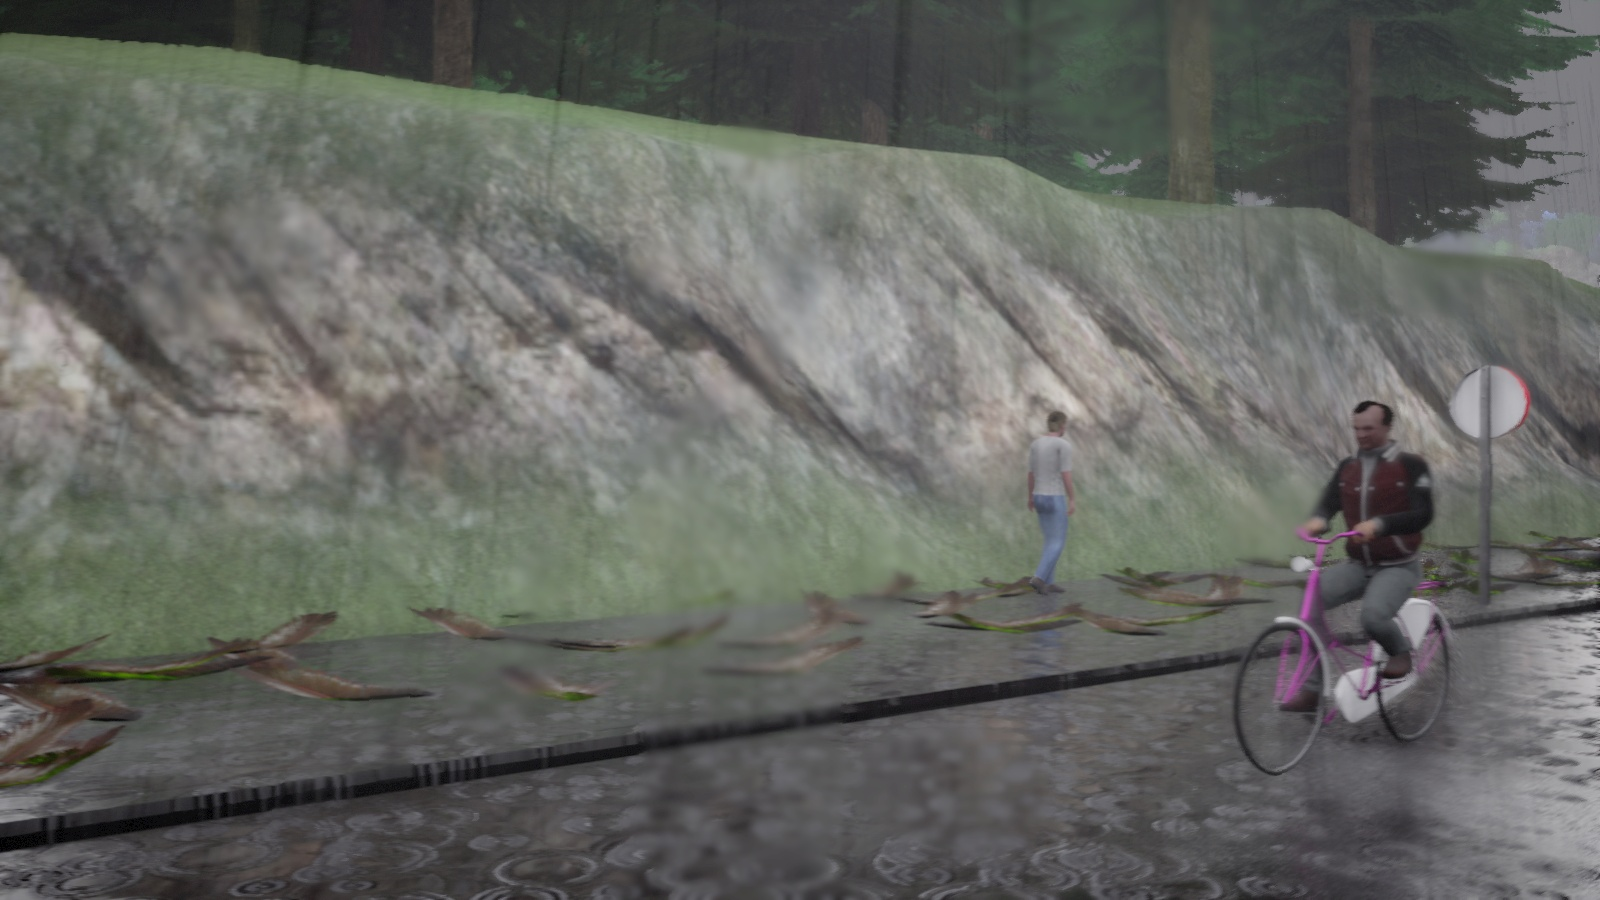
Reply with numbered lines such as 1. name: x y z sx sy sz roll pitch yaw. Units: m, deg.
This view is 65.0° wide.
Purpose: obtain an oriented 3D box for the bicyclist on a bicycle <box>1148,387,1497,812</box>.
1. bicyclist on a bicycle: 2.549 0.625 6.044 1.843 1.776 0.659 0 0 -35

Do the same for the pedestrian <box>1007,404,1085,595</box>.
1. pedestrian: 2.434 0.476 12.424 0.706 1.836 0.354 0 0 -35

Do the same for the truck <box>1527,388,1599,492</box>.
1. truck: 31.489 -0.375 45.518 2.891 3.827 8.468 0 0 -36
